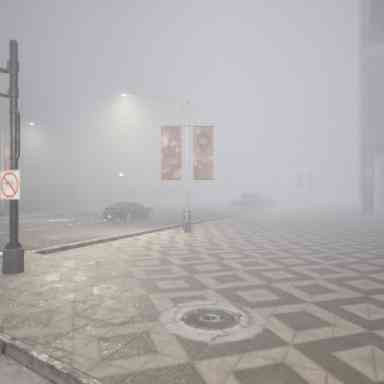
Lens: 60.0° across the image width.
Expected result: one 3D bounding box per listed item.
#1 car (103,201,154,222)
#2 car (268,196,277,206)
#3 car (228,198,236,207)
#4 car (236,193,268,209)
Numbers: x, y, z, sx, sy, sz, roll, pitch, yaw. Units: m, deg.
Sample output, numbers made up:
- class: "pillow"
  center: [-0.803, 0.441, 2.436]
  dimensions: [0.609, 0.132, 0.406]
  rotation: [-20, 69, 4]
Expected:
- class: "car"
  center: [-4.872, 1.495, 26.106]
  dimensions: [1.837, 1.490, 4.892]
  rotation: [0, 0, 26]
- class: "car"
  center: [12.817, 1.448, 55.095]
  dimensions: [2.128, 1.511, 4.902]
  rotation: [0, 0, 26]
- class: "car"
  center: [7.112, 1.568, 50.716]
  dimensions: [1.895, 1.301, 4.718]
  rotation: [0, 0, 27]
- class: "car"
  center: [8.297, 1.188, 45.768]
  dimensions: [2.150, 2.045, 5.566]
  rotation: [0, 0, 27]
